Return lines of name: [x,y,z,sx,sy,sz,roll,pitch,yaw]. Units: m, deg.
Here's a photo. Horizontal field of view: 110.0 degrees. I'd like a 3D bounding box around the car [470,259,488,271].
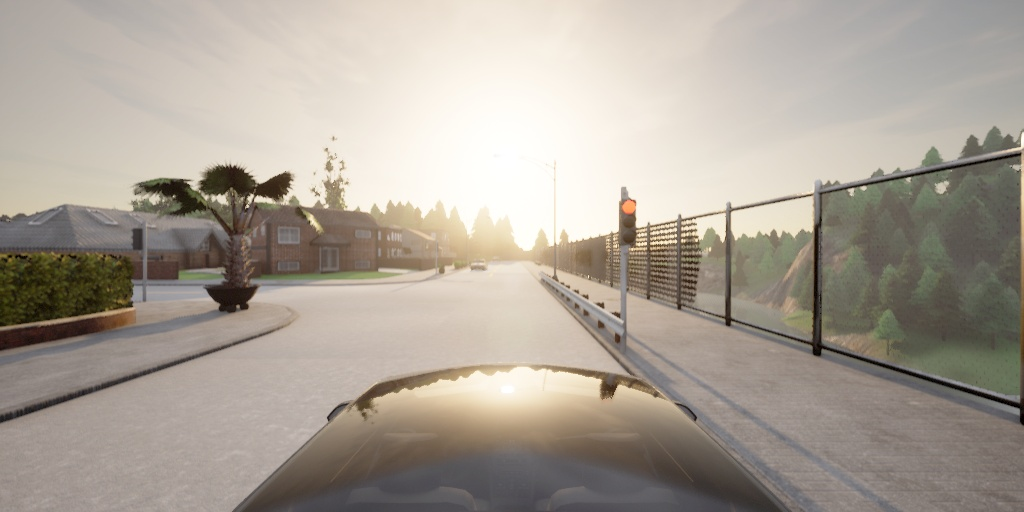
car: [-4.024,1.125,44.141,1.837,1.490,4.892,0,2,0]
